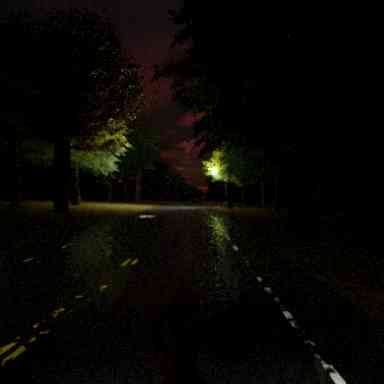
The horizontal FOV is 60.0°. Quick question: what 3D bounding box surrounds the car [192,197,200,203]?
[{"bbox_3d":[0.992,2.117,89.004,2.097,1.767,4.553,0,-1,1],"label":"car"}]
